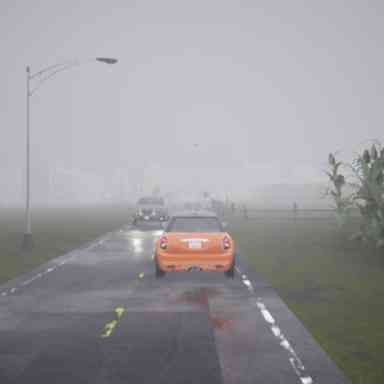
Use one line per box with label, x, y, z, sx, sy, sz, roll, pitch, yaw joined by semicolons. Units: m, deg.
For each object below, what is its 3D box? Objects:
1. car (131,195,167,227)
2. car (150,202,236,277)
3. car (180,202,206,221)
car;-2.851;1.263;23.776;2.150;2.045;5.566;0;0;0
car;0.087;1.368;10.465;2.097;1.767;4.553;0;0;0
car;0.095;1.599;28.790;2.033;1.411;5.357;0;0;0
